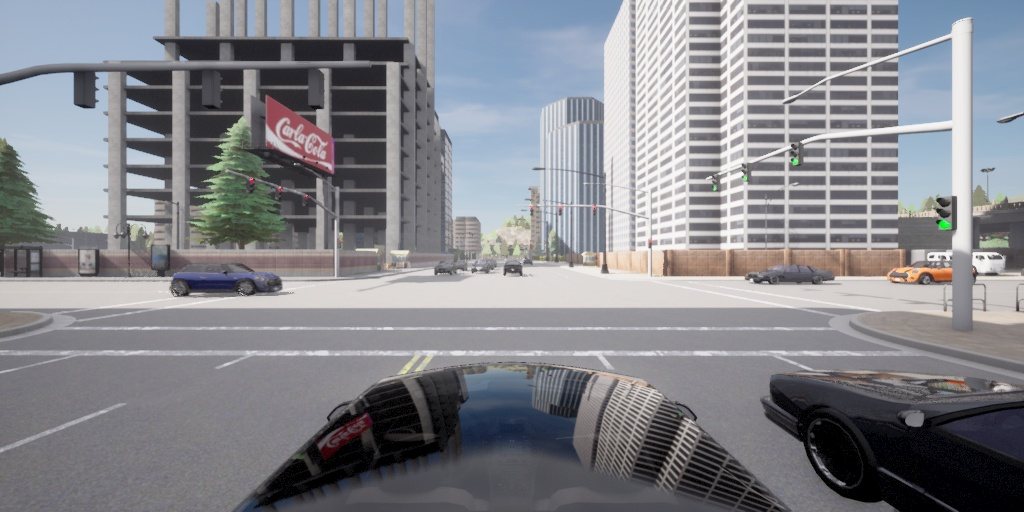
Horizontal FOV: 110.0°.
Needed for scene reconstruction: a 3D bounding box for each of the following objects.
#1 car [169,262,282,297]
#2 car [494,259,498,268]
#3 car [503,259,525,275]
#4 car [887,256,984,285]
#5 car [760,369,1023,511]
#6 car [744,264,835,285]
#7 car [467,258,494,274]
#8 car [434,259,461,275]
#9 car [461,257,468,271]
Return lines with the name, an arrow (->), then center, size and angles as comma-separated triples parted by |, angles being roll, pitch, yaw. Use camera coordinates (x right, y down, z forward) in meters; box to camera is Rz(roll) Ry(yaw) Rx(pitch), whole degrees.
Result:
car -> -14.426, 1.100, 18.327 | 4.553, 1.767, 2.097 | 0, 0, -4
car -> -3.601, 1.237, 51.773 | 2.128, 1.511, 4.902 | 0, 0, 0
car -> 0.093, 1.224, 38.343 | 1.882, 1.535, 5.008 | 0, 0, 0
car -> 29.643, 1.100, 25.453 | 4.553, 1.767, 2.097 | 0, 0, 1
car -> 3.597, 1.297, 1.372 | 2.033, 1.411, 5.357 | 0, 0, 0
car -> 19.635, 1.295, 25.427 | 5.357, 1.411, 2.033 | 0, 0, 0
car -> -3.603, 1.238, 41.706 | 2.128, 1.511, 4.902 | 0, 0, 0
car -> -7.102, 1.251, 38.705 | 1.837, 1.490, 4.892 | 0, 0, 0
car -> -7.102, 1.251, 48.118 | 1.837, 1.490, 4.892 | 0, 0, 0
